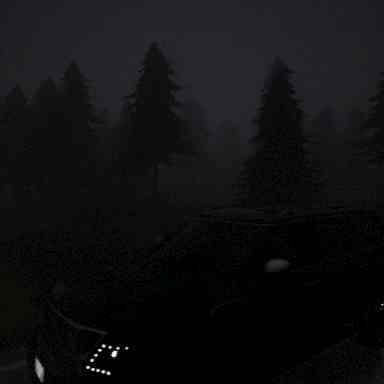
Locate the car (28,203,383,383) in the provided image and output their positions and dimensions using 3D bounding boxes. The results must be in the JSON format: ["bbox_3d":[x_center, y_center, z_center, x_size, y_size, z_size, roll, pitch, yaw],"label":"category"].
[{"bbox_3d":[0.840,1.225,4.646,5.566,2.045,2.150,0,0,-37],"label":"car"}]
